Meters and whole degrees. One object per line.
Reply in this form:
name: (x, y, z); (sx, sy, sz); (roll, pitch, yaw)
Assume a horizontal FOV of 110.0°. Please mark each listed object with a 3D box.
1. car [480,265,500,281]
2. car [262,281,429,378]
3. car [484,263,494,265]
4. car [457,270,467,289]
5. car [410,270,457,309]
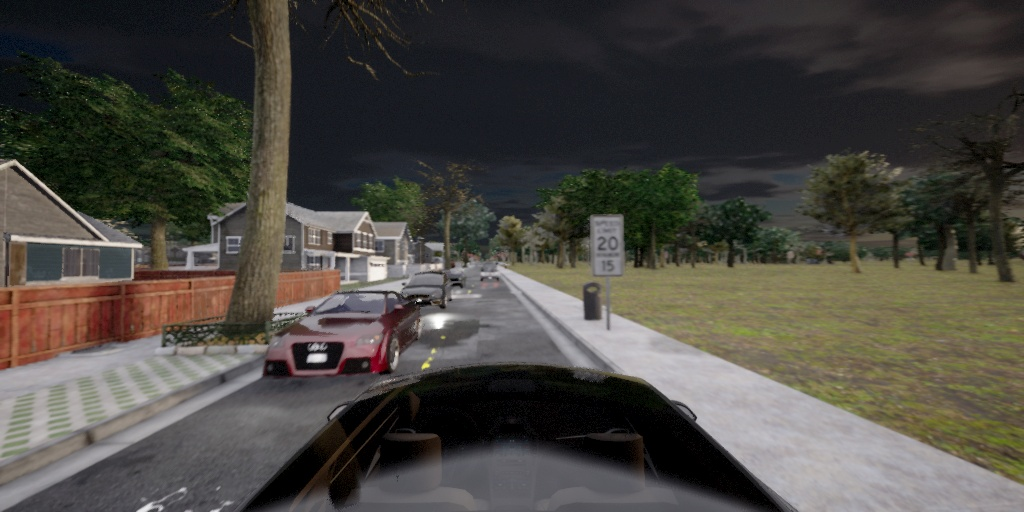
car: (-2.226, 1.837, 36.452); (1.895, 1.301, 4.718); (-1, -1, -3)
car: (-3.164, 1.430, 7.560); (1.994, 1.385, 4.181); (-1, -1, -4)
car: (-2.983, 1.731, 46.935); (2.097, 1.767, 4.553); (-1, -1, -4)
car: (-4.482, 1.740, 27.110); (1.895, 1.301, 4.718); (-1, -1, -4)
car: (-3.758, 1.493, 16.351); (1.837, 1.490, 4.892); (-1, 0, -4)
